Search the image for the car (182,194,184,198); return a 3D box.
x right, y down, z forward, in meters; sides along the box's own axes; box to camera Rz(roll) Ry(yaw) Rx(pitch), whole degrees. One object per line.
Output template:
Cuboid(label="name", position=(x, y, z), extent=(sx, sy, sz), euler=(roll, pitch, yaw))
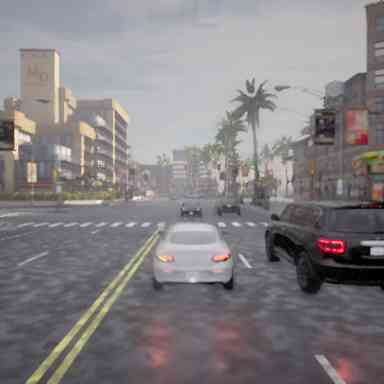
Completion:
Cuboid(label="car", position=(-4.031, 1.370, 93.762), extent=(2.033, 1.411, 5.357), euler=(0, 0, 0))

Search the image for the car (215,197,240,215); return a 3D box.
Cuboid(label="car", position=(3.415, 1.290, 32.714), extent=(2.097, 1.767, 4.553), euler=(0, 0, 0))

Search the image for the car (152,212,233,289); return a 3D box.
Cuboid(label="car", position=(0.023, 1.509, 9.006), extent=(1.812, 1.442, 4.674), euler=(0, 0, 0))

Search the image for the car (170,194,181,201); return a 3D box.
Cuboid(label="car", position=(-3.935, 1.412, 77.499), extent=(1.994, 1.385, 4.181), euler=(0, 0, 0))

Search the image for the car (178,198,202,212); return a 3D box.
Cuboid(label="car", position=(-0.077, 1.543, 31.364), extent=(1.895, 1.301, 4.718), euler=(0, 0, 0))

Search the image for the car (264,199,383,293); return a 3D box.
Cuboid(label="car", position=(3.520, 1.204, 8.964), extent=(2.150, 2.045, 5.566), euler=(0, 0, 0))
